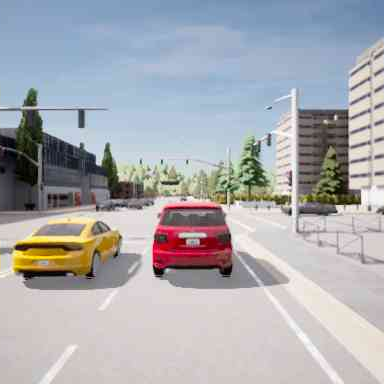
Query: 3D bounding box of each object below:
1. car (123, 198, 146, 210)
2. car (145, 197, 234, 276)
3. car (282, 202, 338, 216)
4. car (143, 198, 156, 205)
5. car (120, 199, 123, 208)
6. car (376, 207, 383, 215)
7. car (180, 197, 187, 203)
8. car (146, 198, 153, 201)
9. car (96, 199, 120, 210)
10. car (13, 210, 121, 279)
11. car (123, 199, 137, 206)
[{"bbox_3d":[-8.366,1.799,48.900,1.837,1.490,4.892,0,0,-2],"label":"car"},{"bbox_3d":[0.006,1.290,10.696,2.150,2.045,5.566,0,0,0],"label":"car"},{"bbox_3d":[12.101,1.752,34.191,5.357,1.411,2.033,0,0,-2],"label":"car"},{"bbox_3d":[-8.828,1.957,69.474,2.033,1.411,5.357,0,0,-2],"label":"car"},{"bbox_3d":[-12.035,1.882,55.733,2.033,1.411,5.357,0,0,-1],"label":"car"},{"bbox_3d":[22.184,1.754,34.491,5.357,1.411,2.033,0,0,-2],"label":"car"},{"bbox_3d":[-2.294,2.045,86.810,1.812,1.442,4.674,0,0,-2],"label":"car"},{"bbox_3d":[-8.619,1.846,59.111,2.128,1.511,4.902,0,0,-1],"label":"car"},{"bbox_3d":[-11.771,1.765,45.482,2.128,1.511,4.902,0,0,-2],"label":"car"},{"bbox_3d":[-3.515,1.540,10.306,1.882,1.535,5.008,0,0,-1],"label":"car"},{"bbox_3d":[-12.254,1.997,66.019,1.895,1.301,4.718,0,0,-1],"label":"car"}]
